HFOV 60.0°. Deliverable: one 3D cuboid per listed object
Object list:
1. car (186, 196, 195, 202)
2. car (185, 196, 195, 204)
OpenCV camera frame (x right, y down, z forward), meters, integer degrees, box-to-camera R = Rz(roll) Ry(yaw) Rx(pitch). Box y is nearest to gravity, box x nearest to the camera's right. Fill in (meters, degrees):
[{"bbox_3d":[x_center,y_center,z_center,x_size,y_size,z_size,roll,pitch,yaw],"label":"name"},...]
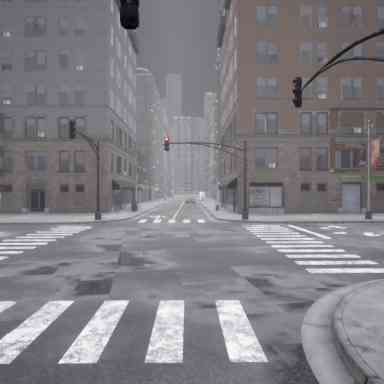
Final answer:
[{"bbox_3d":[-0.383,1.485,73.761,1.895,1.301,4.718,0,0,0],"label":"car"},{"bbox_3d":[-0.313,1.650,63.756,1.895,1.301,4.718,0,0,0],"label":"car"}]
